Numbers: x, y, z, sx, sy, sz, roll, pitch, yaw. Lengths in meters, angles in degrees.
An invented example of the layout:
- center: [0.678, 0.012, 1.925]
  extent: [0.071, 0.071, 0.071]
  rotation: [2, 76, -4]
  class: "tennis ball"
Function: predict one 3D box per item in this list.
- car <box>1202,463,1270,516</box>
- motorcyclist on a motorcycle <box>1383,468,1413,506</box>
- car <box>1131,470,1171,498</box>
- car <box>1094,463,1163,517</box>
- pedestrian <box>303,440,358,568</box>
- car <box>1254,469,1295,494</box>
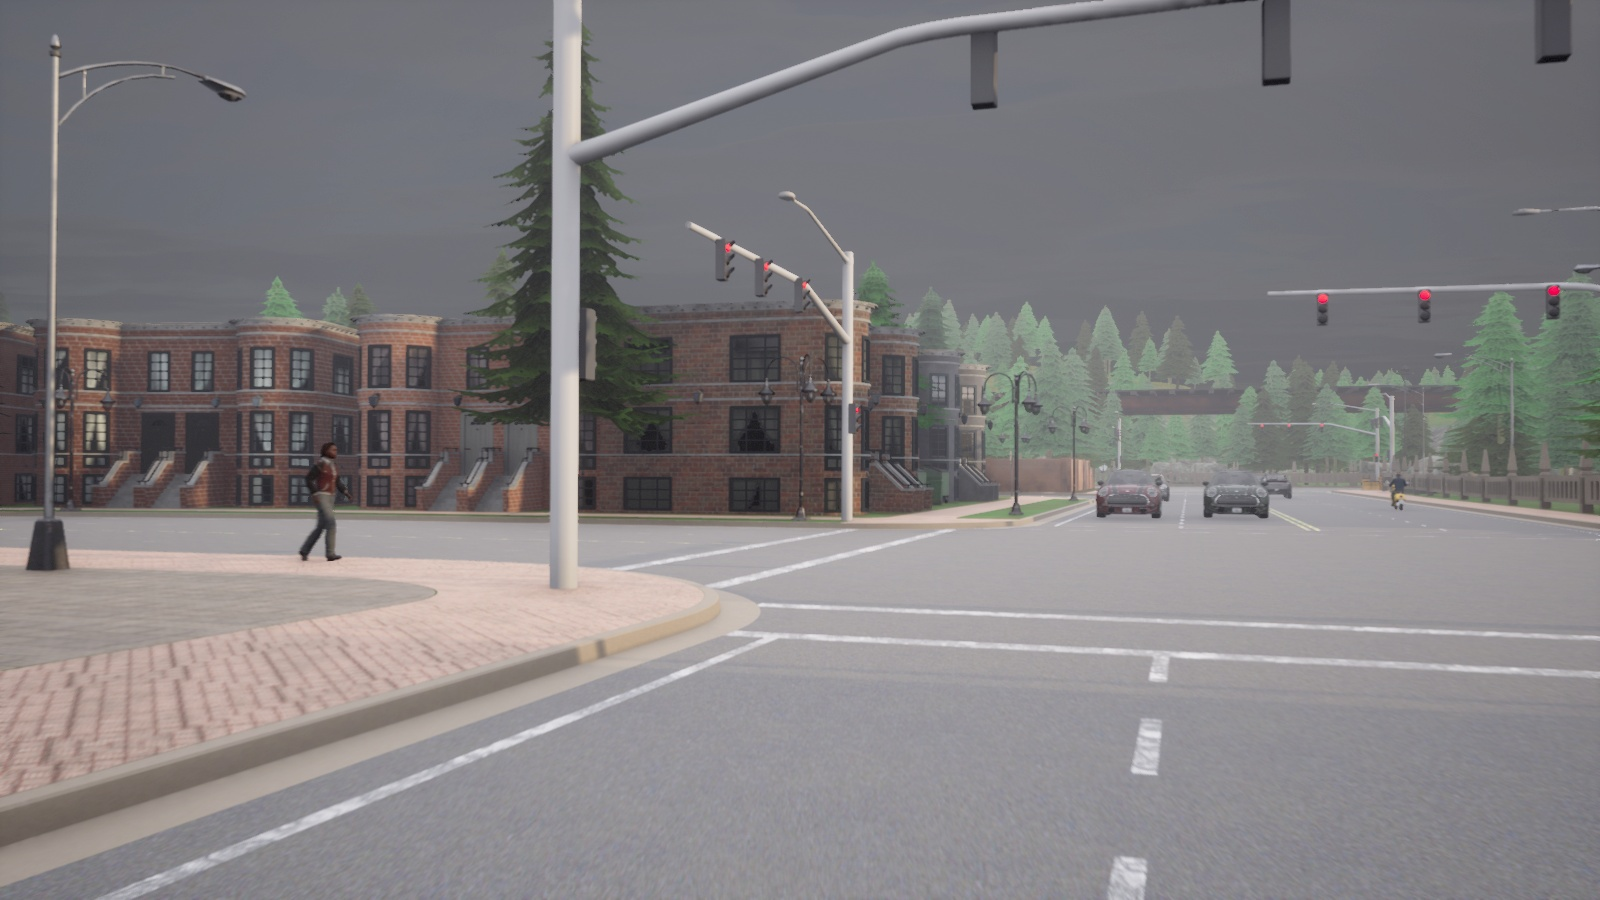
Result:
- center: [15.307, 1.354, 44.255]
  extent: [2.097, 1.767, 4.553]
  rotation: [-1, -1, 17]
  class: "car"
- center: [25.586, 1.568, 53.760]
  extent: [0.866, 1.590, 1.817]
  rotation: [-1, -1, 17]
  class: "motorcyclist on a motorcycle"
- center: [19.324, 1.860, 69.011]
  extent: [1.970, 1.475, 3.806]
  rotation: [-1, -1, 17]
  class: "car"
- center: [11.521, 1.363, 43.863]
  extent: [2.097, 1.767, 4.553]
  rotation: [-1, -1, 17]
  class: "car"
- center: [-7.175, 0.824, 19.201]
  extent: [0.666, 1.930, 0.402]
  rotation: [0, -1, 10]
  class: "pedestrian"
- center: [29.485, 1.964, 78.139]
  extent: [2.128, 1.511, 4.902]
  rotation: [-1, -1, 17]
  class: "car"
